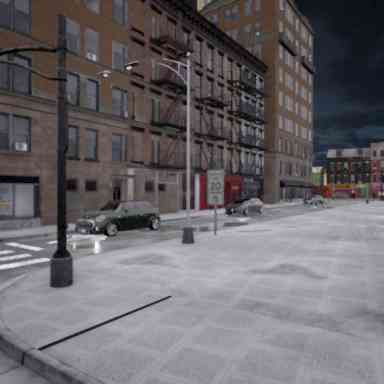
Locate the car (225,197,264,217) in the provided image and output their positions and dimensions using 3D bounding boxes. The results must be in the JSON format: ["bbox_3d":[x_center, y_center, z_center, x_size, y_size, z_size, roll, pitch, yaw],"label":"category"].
[{"bbox_3d":[4.696,1.262,29.038,1.837,1.490,4.892,0,1,36],"label":"car"}]

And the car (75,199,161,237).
[{"bbox_3d":[-3.745,1.213,17.341,2.097,1.767,4.553,0,1,37],"label":"car"}]

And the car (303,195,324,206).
[{"bbox_3d":[16.781,1.124,45.685,2.128,1.511,4.902,0,0,36],"label":"car"}]
